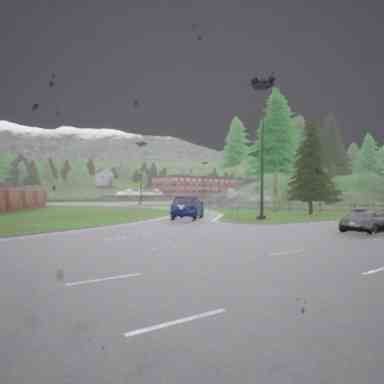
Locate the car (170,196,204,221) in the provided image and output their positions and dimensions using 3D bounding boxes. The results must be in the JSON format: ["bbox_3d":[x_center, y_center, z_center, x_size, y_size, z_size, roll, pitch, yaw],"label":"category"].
[{"bbox_3d":[-0.359,1.385,28.879,2.150,2.045,5.566,1,0,11],"label":"car"}]

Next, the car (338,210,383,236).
[{"bbox_3d":[10.658,1.766,19.943,4.181,1.385,1.994,1,0,-35],"label":"car"}]
